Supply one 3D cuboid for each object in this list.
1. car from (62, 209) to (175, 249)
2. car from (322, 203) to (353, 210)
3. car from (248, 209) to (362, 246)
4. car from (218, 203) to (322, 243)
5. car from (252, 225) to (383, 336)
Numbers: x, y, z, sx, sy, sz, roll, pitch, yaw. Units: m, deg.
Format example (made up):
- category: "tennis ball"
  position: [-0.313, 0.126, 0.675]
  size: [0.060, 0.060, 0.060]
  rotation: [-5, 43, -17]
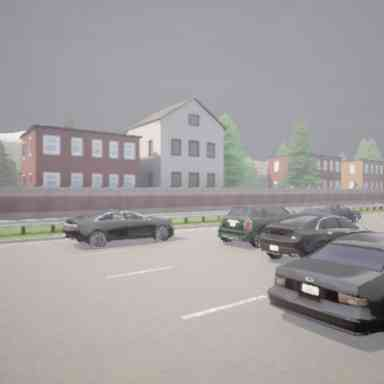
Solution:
- category: "car"
  position: [-3.049, 1.479, 14.518]
  size: [4.902, 1.511, 2.128]
  rotation: [0, 0, -35]
- category: "car"
  position: [9.985, 1.495, 23.802]
  size: [5.357, 1.411, 2.033]
  rotation: [0, 0, -35]
- category: "car"
  position: [4.399, 1.475, 11.203]
  size: [4.892, 1.490, 1.837]
  rotation: [2, -1, -35]
- category: "car"
  position: [3.401, 1.327, 14.787]
  size: [4.553, 1.767, 2.097]
  rotation: [0, 0, -35]
- category: "car"
  position: [3.866, 1.531, 6.542]
  size: [5.357, 1.411, 2.033]
  rotation: [0, 0, -35]
